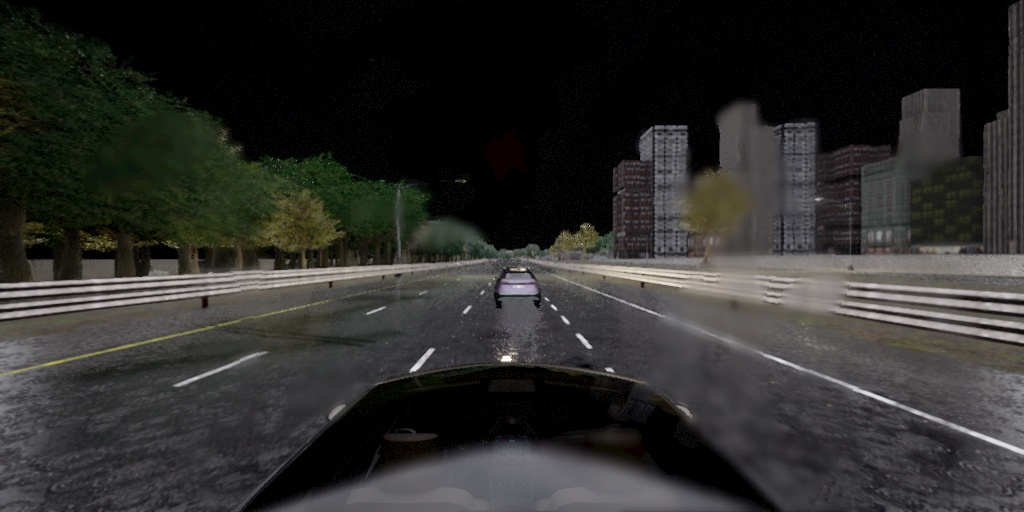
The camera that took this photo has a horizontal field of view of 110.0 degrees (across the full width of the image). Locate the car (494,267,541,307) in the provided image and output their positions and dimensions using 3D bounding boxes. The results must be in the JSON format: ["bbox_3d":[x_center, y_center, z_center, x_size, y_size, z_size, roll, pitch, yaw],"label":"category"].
[{"bbox_3d":[0.193,1.291,16.510,2.033,1.649,4.856,0,0,-2],"label":"car"}]
